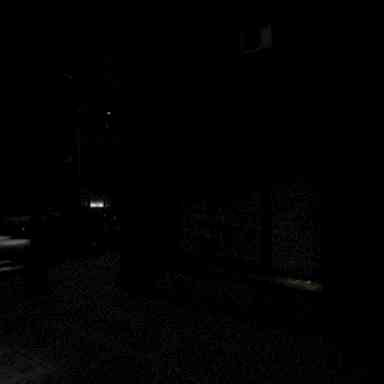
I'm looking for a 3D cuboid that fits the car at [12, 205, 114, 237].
[{"bbox_3d":[-6.788,1.500,17.998,1.812,1.442,4.674,0,0,36],"label":"car"}]

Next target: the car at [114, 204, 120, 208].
[{"bbox_3d":[-5.229,1.534,24.459,2.008,1.369,4.403,0,0,36],"label":"car"}]

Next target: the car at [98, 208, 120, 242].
[{"bbox_3d":[-1.861,1.532,15.378,1.947,1.339,4.313,0,0,36],"label":"car"}]

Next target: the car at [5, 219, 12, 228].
[{"bbox_3d":[-8.479,1.504,19.920,1.752,1.417,4.829,0,0,36],"label":"car"}]
